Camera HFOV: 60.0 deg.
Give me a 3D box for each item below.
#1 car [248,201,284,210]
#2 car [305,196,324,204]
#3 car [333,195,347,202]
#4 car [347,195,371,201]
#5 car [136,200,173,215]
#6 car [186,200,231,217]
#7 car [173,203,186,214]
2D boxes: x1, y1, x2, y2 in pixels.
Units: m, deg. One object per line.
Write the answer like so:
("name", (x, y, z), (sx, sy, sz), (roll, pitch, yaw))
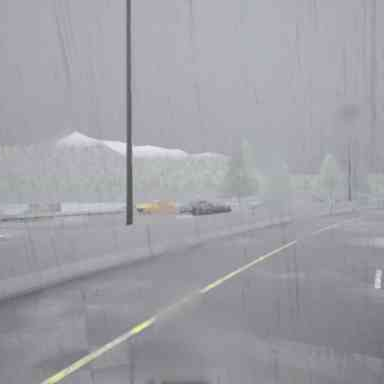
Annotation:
("car", (7.797, 1.612, 34.514), (2.033, 1.411, 5.357), (-1, 0, 39))
("car", (24.084, 1.580, 65.392), (4.902, 1.511, 2.128), (0, 0, -39))
("car", (29.755, 1.372, 65.394), (4.553, 1.767, 2.097), (0, 0, -37))
("car", (31.773, 1.501, 62.516), (4.902, 1.511, 2.128), (0, 0, -39))
("car", (-3.973, 1.631, 36.432), (1.882, 1.535, 5.008), (-1, 0, 37))
("car", (1.837, 1.700, 32.558), (1.895, 1.301, 4.718), (-1, 0, 38))
("car", (0.494, 1.627, 36.489), (1.837, 1.490, 4.892), (-1, 0, 38))
